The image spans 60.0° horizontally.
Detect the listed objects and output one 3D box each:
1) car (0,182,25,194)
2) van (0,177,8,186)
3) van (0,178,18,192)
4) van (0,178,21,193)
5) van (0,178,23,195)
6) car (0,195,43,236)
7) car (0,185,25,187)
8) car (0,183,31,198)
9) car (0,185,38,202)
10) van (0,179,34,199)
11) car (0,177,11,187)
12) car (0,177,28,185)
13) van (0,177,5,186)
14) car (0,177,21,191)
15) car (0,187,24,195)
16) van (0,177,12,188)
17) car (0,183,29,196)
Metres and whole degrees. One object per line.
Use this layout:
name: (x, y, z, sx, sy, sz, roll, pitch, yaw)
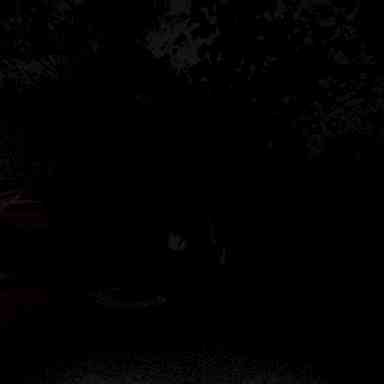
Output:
car: (-24.942, -0.578, 43.784, 5.008, 1.535, 2.097, 1, 2, -32)
van: (-42.492, -2.271, 72.114, 4.442, 1.987, 1.878, 1, 2, -32)
van: (-27.969, -1.048, 48.407, 4.442, 1.987, 1.878, 1, 2, -32)
van: (-26.305, -0.924, 46.183, 4.442, 1.987, 1.878, 1, 2, -32)
van: (-23.557, -0.679, 41.356, 4.442, 1.987, 1.878, 1, 2, -32)
car: (-7.443, 1.108, 15.728, 5.008, 1.535, 2.097, 1, 3, -32)
car: (-13.390, 0.526, 24.915, 5.366, 1.575, 1.946, 1, 3, -32)
car: (-20.598, -0.167, 36.868, 4.792, 1.488, 2.163, 1, 3, -32)
car: (-17.651, 0.122, 32.039, 4.792, 1.488, 2.163, 1, 3, -32)
van: (-19.048, -0.281, 34.558, 4.442, 1.987, 1.878, 1, 2, -32)
car: (-41.149, -2.176, 69.688, 5.566, 2.045, 2.435, 1, 2, -32)
car: (-16.127, -0.012, 29.712, 5.566, 2.045, 2.435, 1, 3, -32)
van: (-45.625, -2.517, 76.692, 4.442, 1.987, 1.878, 1, 2, -32)
car: (-29.358, -1.195, 50.801, 5.566, 2.045, 2.435, 1, 2, -32)
car: (-8.873, 0.837, 18.091, 4.553, 1.767, 2.185, 1, 3, -32)
van: (-36.631, -1.783, 62.723, 4.442, 1.987, 1.878, 1, 2, -32)
car: (-21.993, -0.295, 39.105, 4.792, 1.488, 2.163, 1, 2, -32)
